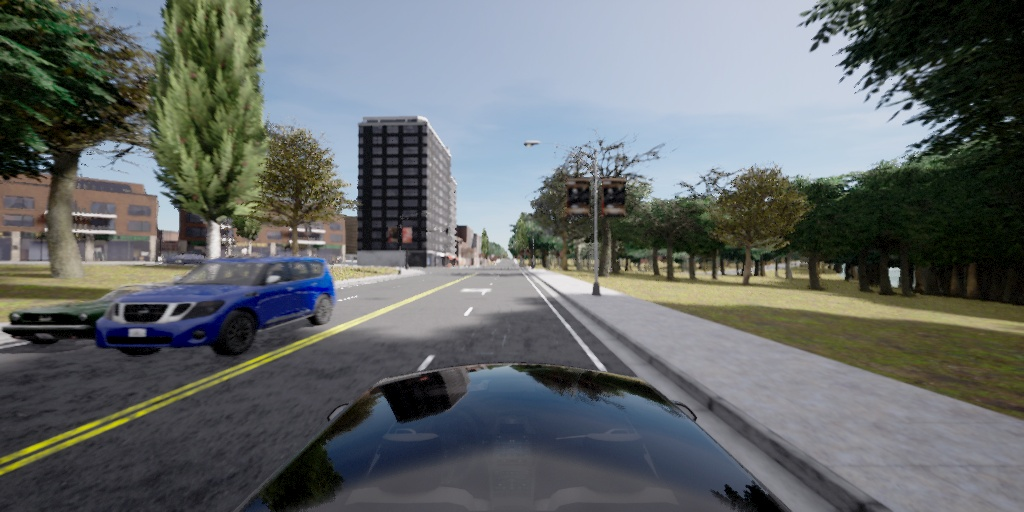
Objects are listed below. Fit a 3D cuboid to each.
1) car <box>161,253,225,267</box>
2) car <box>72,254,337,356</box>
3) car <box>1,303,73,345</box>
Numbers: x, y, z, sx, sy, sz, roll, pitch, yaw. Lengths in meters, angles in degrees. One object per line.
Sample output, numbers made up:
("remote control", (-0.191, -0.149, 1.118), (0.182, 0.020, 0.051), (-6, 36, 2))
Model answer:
("car", (-36.902, 0.482, 41.597), (5.357, 1.411, 2.033), (3, -2, -43))
("car", (-6.602, 1.017, 9.083), (2.150, 2.045, 5.566), (0, 0, 0))
("car", (-9.851, 1.401, 9.770), (1.895, 1.301, 4.718), (0, 0, 0))
